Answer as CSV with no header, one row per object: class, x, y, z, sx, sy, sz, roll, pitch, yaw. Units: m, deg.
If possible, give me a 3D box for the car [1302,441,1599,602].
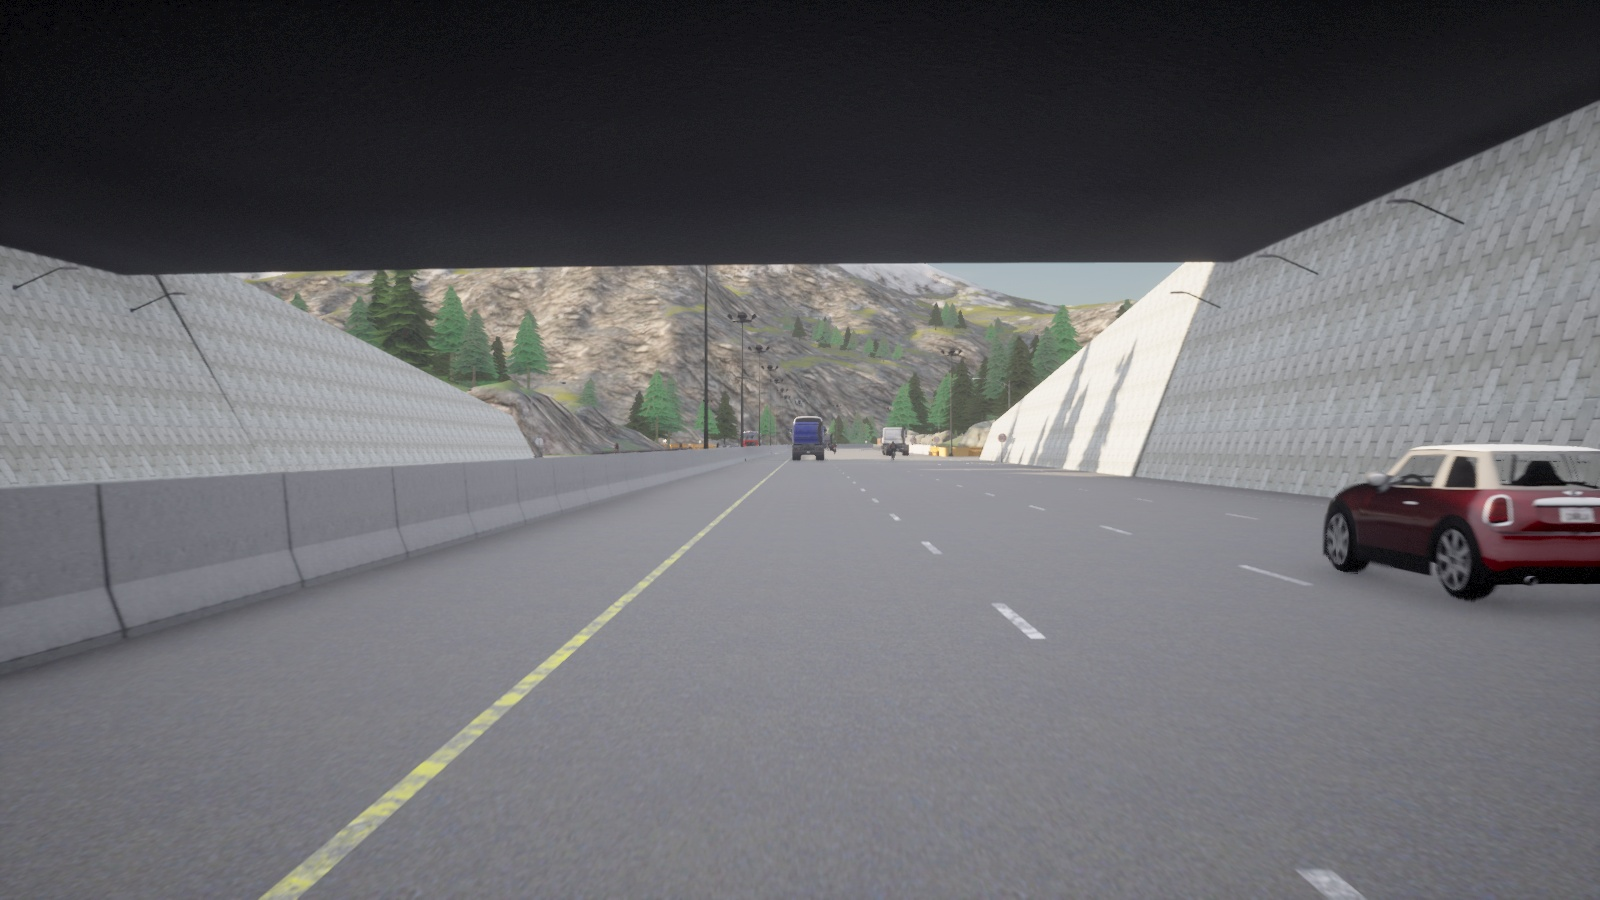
car,7.092,0.643,13.397,1.970,1.475,3.806,0,0,0
